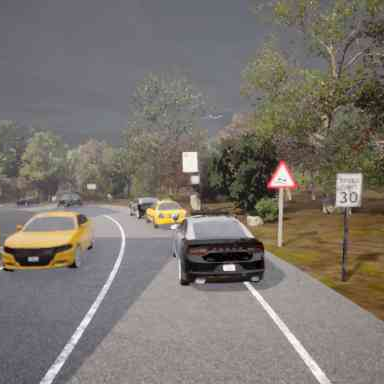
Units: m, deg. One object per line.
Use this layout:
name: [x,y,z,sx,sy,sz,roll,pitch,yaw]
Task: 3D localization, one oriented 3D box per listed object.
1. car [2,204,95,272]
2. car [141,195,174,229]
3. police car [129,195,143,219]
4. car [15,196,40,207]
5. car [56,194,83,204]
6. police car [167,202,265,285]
car: [-4.358,1.385,10.778,1.882,1.535,5.008,-1,1,-9]
car: [-1.601,1.169,19.685,1.801,1.575,5.366,-2,1,-16]
police car: [-3.588,1.063,25.549,1.930,1.638,5.238,-2,1,-21]
car: [-26.681,1.492,53.776,5.008,1.535,1.882,-2,3,34]
car: [-16.466,1.057,44.518,2.097,1.767,4.553,-5,3,-42]
police car: [0.466,1.303,9.367,1.930,1.638,5.238,-1,1,-7]
